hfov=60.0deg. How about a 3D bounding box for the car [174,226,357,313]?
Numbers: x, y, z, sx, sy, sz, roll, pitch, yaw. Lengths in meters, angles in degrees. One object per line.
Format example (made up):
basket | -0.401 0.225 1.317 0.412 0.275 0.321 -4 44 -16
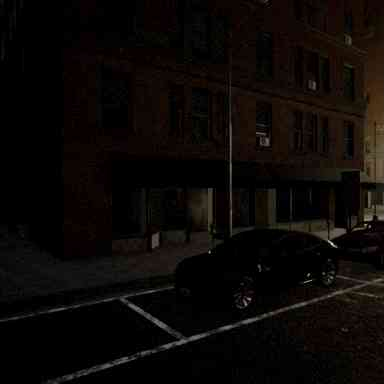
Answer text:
car | 1.648 1.566 7.693 4.313 1.339 1.947 0 0 -35

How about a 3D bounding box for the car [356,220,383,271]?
car | 6.135 1.582 10.876 4.206 1.307 1.802 0 0 -35
